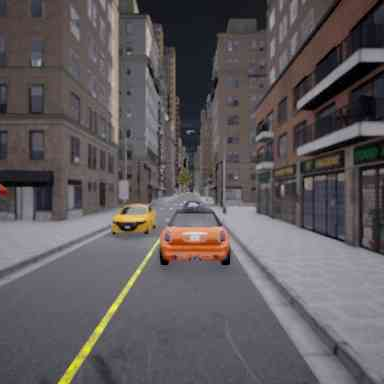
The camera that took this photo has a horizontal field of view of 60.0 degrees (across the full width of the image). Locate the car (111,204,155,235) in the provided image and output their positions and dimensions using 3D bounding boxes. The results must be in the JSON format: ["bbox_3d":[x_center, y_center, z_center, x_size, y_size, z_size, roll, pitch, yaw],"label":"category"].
[{"bbox_3d":[-3.095,1.423,18.503,1.882,1.535,5.008,0,0,0],"label":"car"}]

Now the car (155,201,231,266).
[{"bbox_3d":[0.091,1.317,11.508,2.097,1.767,4.553,0,0,0],"label":"car"}]

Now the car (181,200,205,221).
[{"bbox_3d":[0.097,1.446,27.667,1.812,1.442,4.674,0,0,0],"label":"car"}]
